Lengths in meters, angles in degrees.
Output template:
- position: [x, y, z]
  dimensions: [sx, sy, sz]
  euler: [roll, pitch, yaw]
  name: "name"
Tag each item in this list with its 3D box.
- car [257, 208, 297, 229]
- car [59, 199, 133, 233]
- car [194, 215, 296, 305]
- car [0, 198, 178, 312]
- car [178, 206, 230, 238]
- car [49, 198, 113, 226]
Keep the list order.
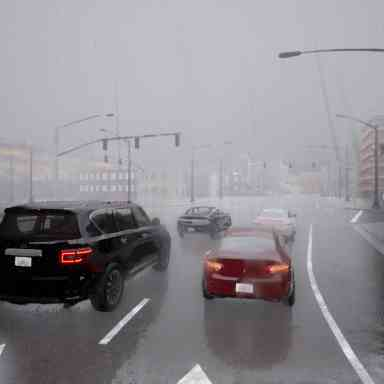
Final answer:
- position: [4.178, 1.526, 16.534]
  dimensions: [1.812, 1.442, 4.674]
  euler: [0, 0, 20]
  name: "car"
- position: [-5.722, 1.351, 20.531]
  dimensions: [2.097, 1.767, 4.553]
  euler: [0, 0, 21]
  name: "car"
- position: [1.445, 1.526, 8.099]
  dimensions: [1.812, 1.442, 4.674]
  euler: [0, 0, 13]
  name: "car"
- position: [-2.167, 1.221, 8.012]
  dimensions: [2.150, 2.045, 5.566]
  euler: [0, 0, 12]
  name: "car"
- position: [0.771, 1.491, 17.263]
  dimensions: [2.128, 1.511, 4.902]
  euler: [0, 0, 19]
  name: "car"
- position: [-7.980, 1.363, 24.457]
  dimensions: [2.097, 1.767, 4.553]
  euler: [0, 0, 20]
  name: "car"
